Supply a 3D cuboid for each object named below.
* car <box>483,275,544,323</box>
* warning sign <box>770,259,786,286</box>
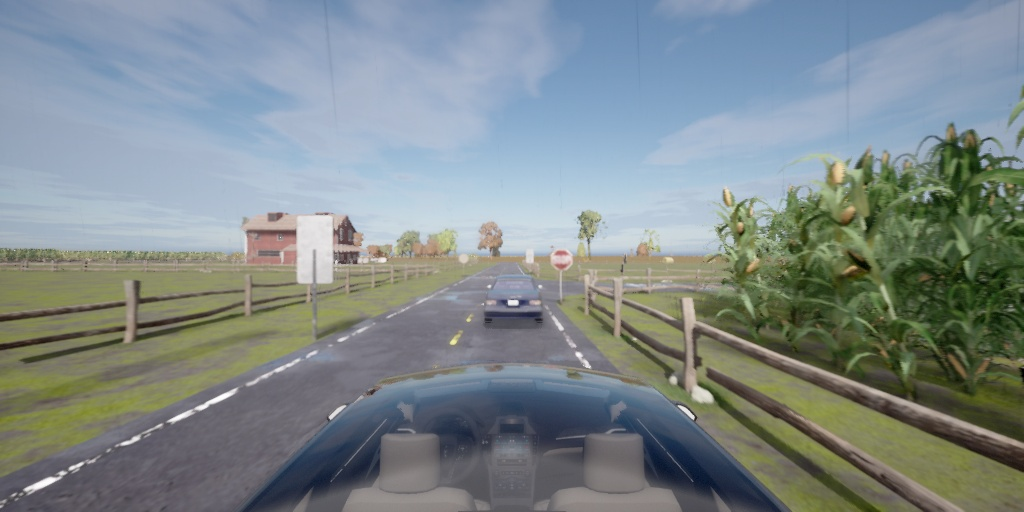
[{"bbox_3d":[0.090,1.344,12.383,2.033,1.411,5.357,0,0,1],"label":"car"},{"bbox_3d":[15.871,1.057,21.411,1.060,1.860,1.300,0,0,0],"label":"warning sign"}]
